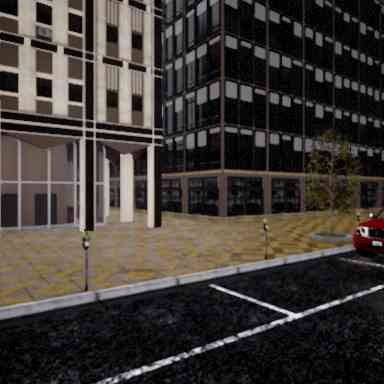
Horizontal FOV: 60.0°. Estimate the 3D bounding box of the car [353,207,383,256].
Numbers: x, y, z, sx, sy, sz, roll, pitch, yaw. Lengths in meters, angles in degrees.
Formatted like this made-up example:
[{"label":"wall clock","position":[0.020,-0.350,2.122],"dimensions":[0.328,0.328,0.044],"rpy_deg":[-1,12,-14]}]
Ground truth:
[{"label":"car","position":[7.873,1.299,11.961],"dimensions":[5.009,1.841,2.192],"rpy_deg":[0,0,-36]}]
